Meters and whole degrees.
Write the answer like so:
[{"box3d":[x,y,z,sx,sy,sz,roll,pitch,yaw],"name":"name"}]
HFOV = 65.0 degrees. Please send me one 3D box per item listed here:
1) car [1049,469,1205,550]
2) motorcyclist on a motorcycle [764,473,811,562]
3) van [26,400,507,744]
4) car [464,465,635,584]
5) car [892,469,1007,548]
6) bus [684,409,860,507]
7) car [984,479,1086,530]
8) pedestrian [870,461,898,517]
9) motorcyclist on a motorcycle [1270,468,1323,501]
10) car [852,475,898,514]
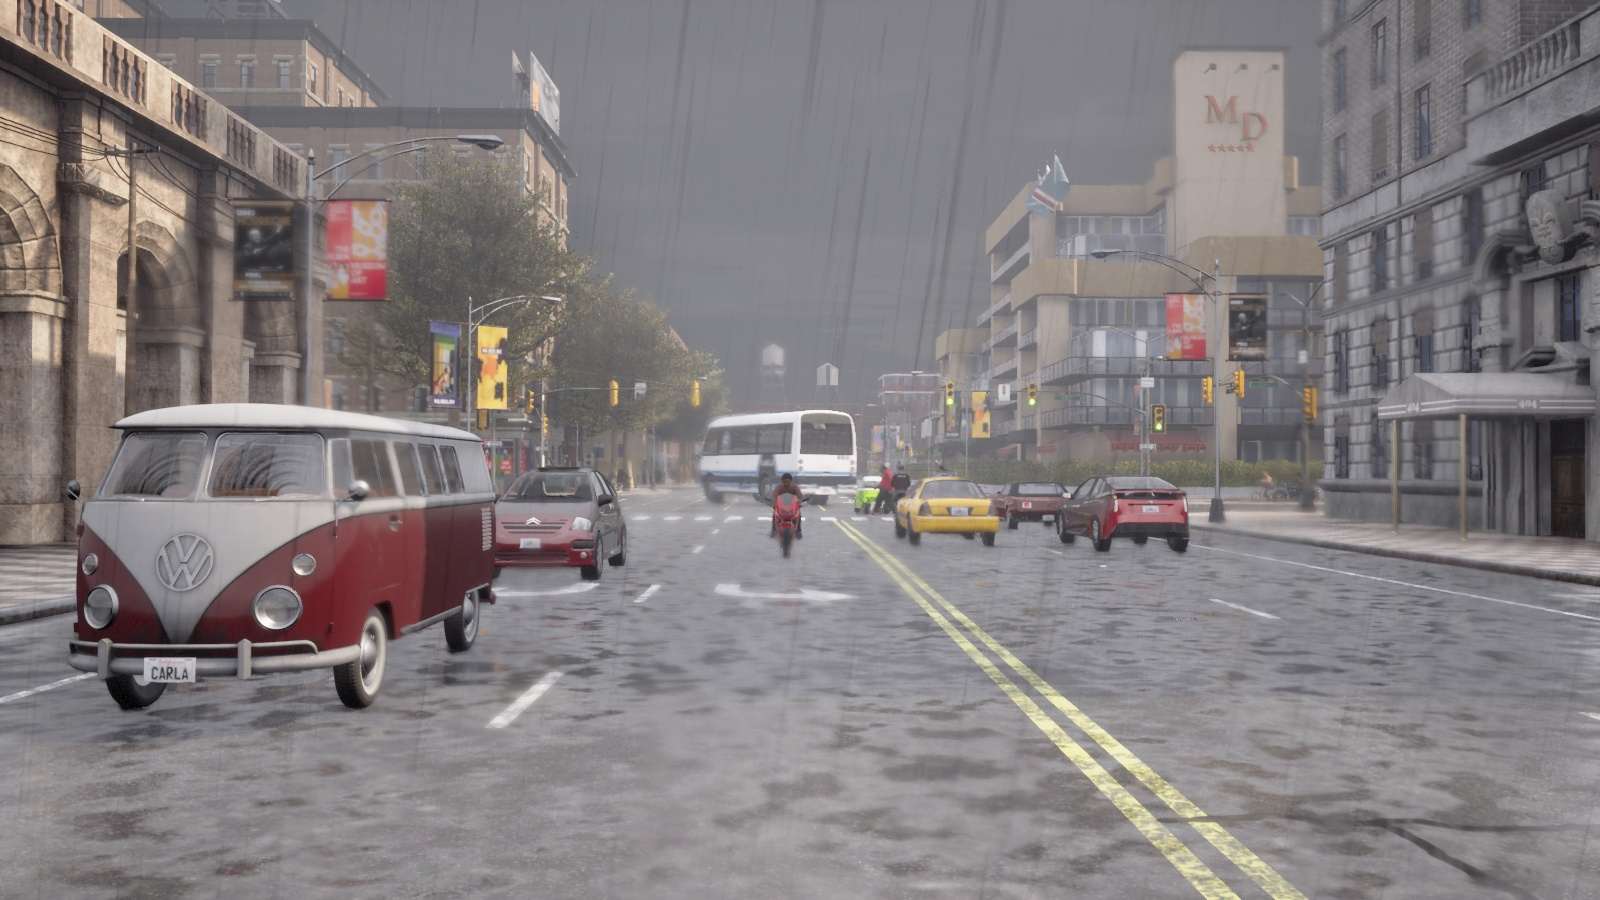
[{"box3d":[6.717,1.175,26.303,2.007,1.525,4.514,0,-1,-1],"name":"car"},{"box3d":[-0.226,1.178,22.682,0.797,1.523,2.044,0,-1,-1],"name":"motorcyclist on a motorcycle"},{"box3d":[-3.607,0.741,9.502,1.775,1.987,4.442,0,-1,-1],"name":"van"},{"box3d":[-3.690,1.049,19.162,1.851,1.617,3.988,0,-1,-1],"name":"car"},{"box3d":[3.189,1.207,27.817,1.801,1.575,5.366,0,-1,-1],"name":"car"},{"box3d":[-1.587,0.451,60.116,3.944,4.253,10.273,1,-1,-30],"name":"bus"},{"box3d":[6.543,1.482,35.426,1.895,1.301,4.718,0,-1,-1],"name":"car"},{"box3d":[2.780,1.292,41.487,0.899,1.844,0.634,0,-1,6],"name":"pedestrian"},{"box3d":[24.891,1.721,62.998,2.350,1.649,0.766,0,-1,-1],"name":"motorcyclist on a motorcycle"},{"box3d":[2.784,1.643,46.858,1.481,1.376,2.207,0,-1,-3],"name":"car"}]
